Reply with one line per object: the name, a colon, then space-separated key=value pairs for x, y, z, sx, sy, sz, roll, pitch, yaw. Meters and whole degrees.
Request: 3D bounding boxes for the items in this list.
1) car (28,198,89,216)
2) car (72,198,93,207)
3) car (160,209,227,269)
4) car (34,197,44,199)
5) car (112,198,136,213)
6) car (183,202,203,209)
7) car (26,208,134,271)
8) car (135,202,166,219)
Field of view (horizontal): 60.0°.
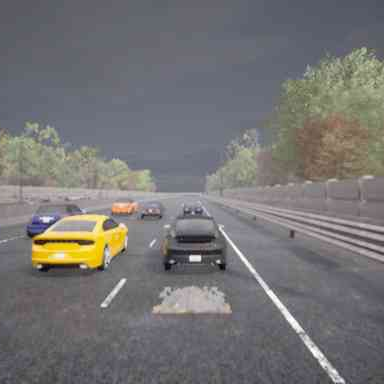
car: x=-6.902 y=1.388 z=17.885 sx=2.097 sy=1.767 sz=4.553 roll=0 pitch=0 yaw=0
car: x=-17.561 y=1.734 z=53.610 sx=1.895 sy=1.301 sz=4.718 roll=0 pitch=0 yaw=1
car: x=0.088 y=1.527 z=11.268 sx=1.837 sy=1.490 sz=4.892 roll=0 pitch=0 yaw=0
car: x=-24.550 y=1.623 z=53.619 sx=2.128 sy=1.511 sz=4.902 roll=0 pitch=0 yaw=1
car: x=-6.903 y=1.431 z=34.710 sx=2.097 sy=1.767 sz=4.553 roll=0 pitch=0 yaw=0
car: x=0.097 y=1.677 z=33.320 sx=1.895 sy=1.301 sz=4.718 roll=0 pitch=0 yaw=0
car: x=-3.403 y=1.499 z=11.044 sx=1.882 sy=1.535 sz=5.008 roll=0 pitch=0 yaw=0
car: x=-3.403 y=1.614 z=29.879 sx=2.033 sy=1.411 sz=5.357 roll=0 pitch=0 yaw=0
